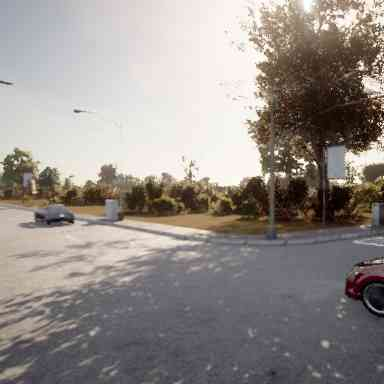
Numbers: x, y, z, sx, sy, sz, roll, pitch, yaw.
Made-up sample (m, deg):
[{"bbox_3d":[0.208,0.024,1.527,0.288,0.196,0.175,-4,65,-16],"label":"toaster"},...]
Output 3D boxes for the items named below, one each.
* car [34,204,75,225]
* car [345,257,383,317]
[{"bbox_3d":[-10.280,1.609,24.717,1.994,1.385,4.181,1,0,-39],"label":"car"},{"bbox_3d":[4.964,1.617,5.728,1.994,1.385,4.181,1,0,-39],"label":"car"}]
